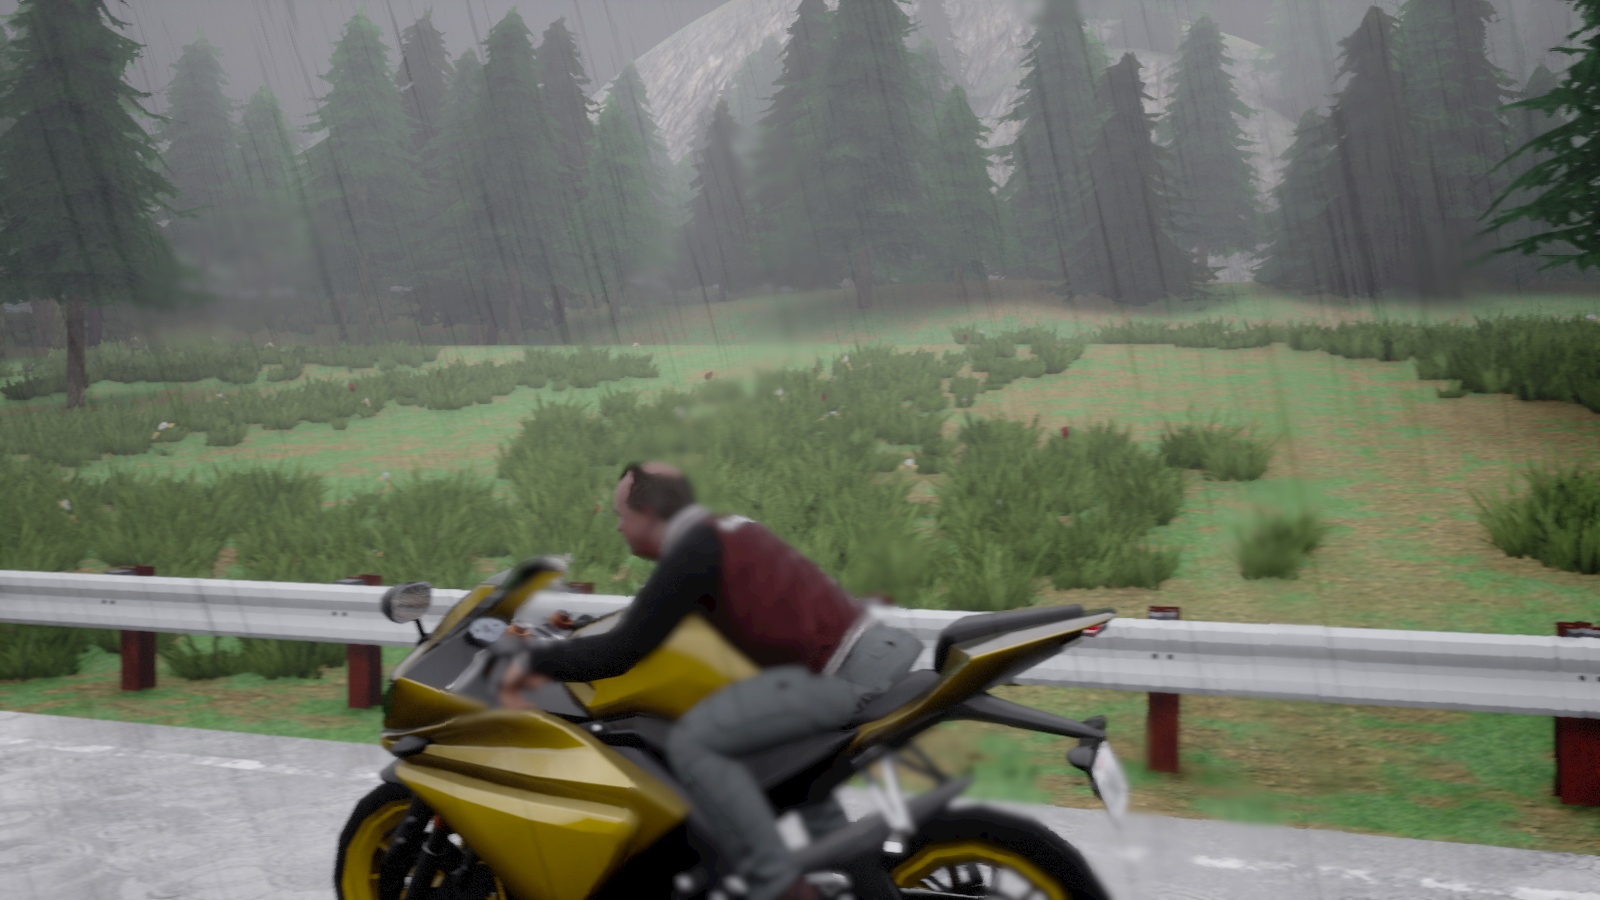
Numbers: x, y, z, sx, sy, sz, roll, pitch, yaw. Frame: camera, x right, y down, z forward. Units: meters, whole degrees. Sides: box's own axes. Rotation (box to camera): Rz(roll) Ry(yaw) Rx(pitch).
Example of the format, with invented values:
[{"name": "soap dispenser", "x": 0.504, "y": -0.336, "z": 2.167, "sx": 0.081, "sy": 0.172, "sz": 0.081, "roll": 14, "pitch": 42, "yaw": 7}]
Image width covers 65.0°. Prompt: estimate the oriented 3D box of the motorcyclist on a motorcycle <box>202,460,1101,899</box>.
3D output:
[{"name": "motorcyclist on a motorcycle", "x": -0.369, "y": 0.807, "z": 3.318, "sx": 2.191, "sy": 1.530, "sz": 0.866, "roll": 0, "pitch": 1, "yaw": 19}]
